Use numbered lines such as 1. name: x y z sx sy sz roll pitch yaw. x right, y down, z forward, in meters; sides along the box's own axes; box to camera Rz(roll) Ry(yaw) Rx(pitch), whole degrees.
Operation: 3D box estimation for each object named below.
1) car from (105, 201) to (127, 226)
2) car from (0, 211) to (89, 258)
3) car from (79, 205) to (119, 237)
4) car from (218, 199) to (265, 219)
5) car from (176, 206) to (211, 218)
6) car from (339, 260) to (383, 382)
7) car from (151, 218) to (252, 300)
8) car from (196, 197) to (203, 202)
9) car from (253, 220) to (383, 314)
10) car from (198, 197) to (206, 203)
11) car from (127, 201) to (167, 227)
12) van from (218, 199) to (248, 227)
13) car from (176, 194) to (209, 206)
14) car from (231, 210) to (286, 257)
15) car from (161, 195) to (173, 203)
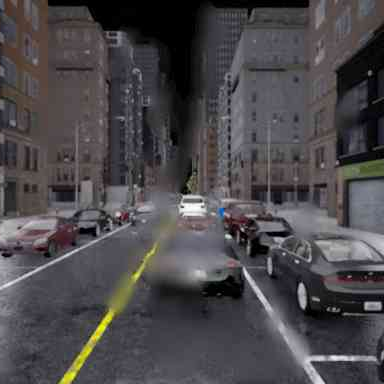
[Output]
1. car: -5.673 1.510 24.000 1.967 1.590 4.097 0 0 0
2. car: -5.670 1.620 12.950 1.802 1.307 4.206 0 0 0
3. car: -5.672 1.620 18.475 1.947 1.339 4.313 0 0 0
4. car: 2.855 1.369 18.484 2.192 1.841 5.009 0 0 0
5. car: 0.096 1.653 17.752 1.895 1.301 4.718 0 0 0
6. car: 2.858 1.557 1.913 2.008 1.369 4.403 0 0 0
7. car: 0.104 1.589 8.525 1.994 1.385 4.181 0 0 -1
8. car: 2.055 1.901 90.507 1.802 1.307 4.206 0 0 -1
9. car: 2.857 1.573 7.436 2.008 1.369 4.403 0 0 0
10. car: 2.307 1.851 79.204 1.802 1.307 4.206 0 0 -1
11. car: -3.048 1.594 23.456 1.812 1.442 4.674 0 0 1
12. van: 2.853 1.411 24.008 1.690 1.788 3.998 0 0 0
13. car: 0.005 1.307 28.254 2.150 2.045 5.566 0 0 -1
14. car: 2.856 1.604 12.960 1.947 1.339 4.313 0 0 0
15. car: -6.216 1.708 79.024 1.967 1.590 4.097 0 0 -1
